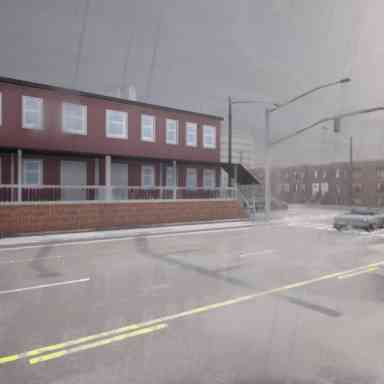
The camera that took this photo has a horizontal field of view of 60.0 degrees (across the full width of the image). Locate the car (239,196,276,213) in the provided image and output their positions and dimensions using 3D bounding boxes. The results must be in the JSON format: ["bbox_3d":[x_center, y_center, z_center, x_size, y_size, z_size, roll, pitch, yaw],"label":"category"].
[{"bbox_3d":[6.514,1.451,37.204,2.128,1.511,4.902,0,0,-36],"label":"car"}]

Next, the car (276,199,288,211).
[{"bbox_3d":[9.184,1.316,39.488,2.097,1.767,4.553,0,0,-36],"label":"car"}]

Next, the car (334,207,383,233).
[{"bbox_3d":[10.150,1.597,19.923,1.895,1.301,4.718,0,0,41],"label":"car"}]
